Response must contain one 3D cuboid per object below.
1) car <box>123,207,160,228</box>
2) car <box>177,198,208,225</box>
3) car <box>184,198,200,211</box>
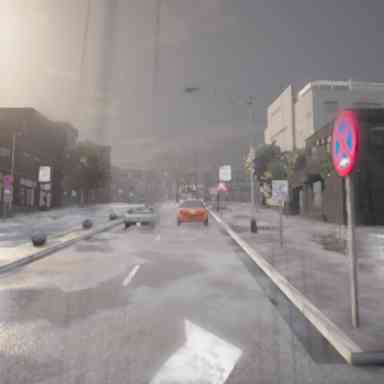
[{"bbox_3d":[-3.200,1.615,22.093,1.895,1.301,4.718,0,0,0],"label":"car"},{"bbox_3d":[0.045,1.367,24.067,2.097,1.767,4.553,0,0,0],"label":"car"},{"bbox_3d":[0.003,1.502,41.491,1.882,1.535,5.008,0,0,0],"label":"car"}]
